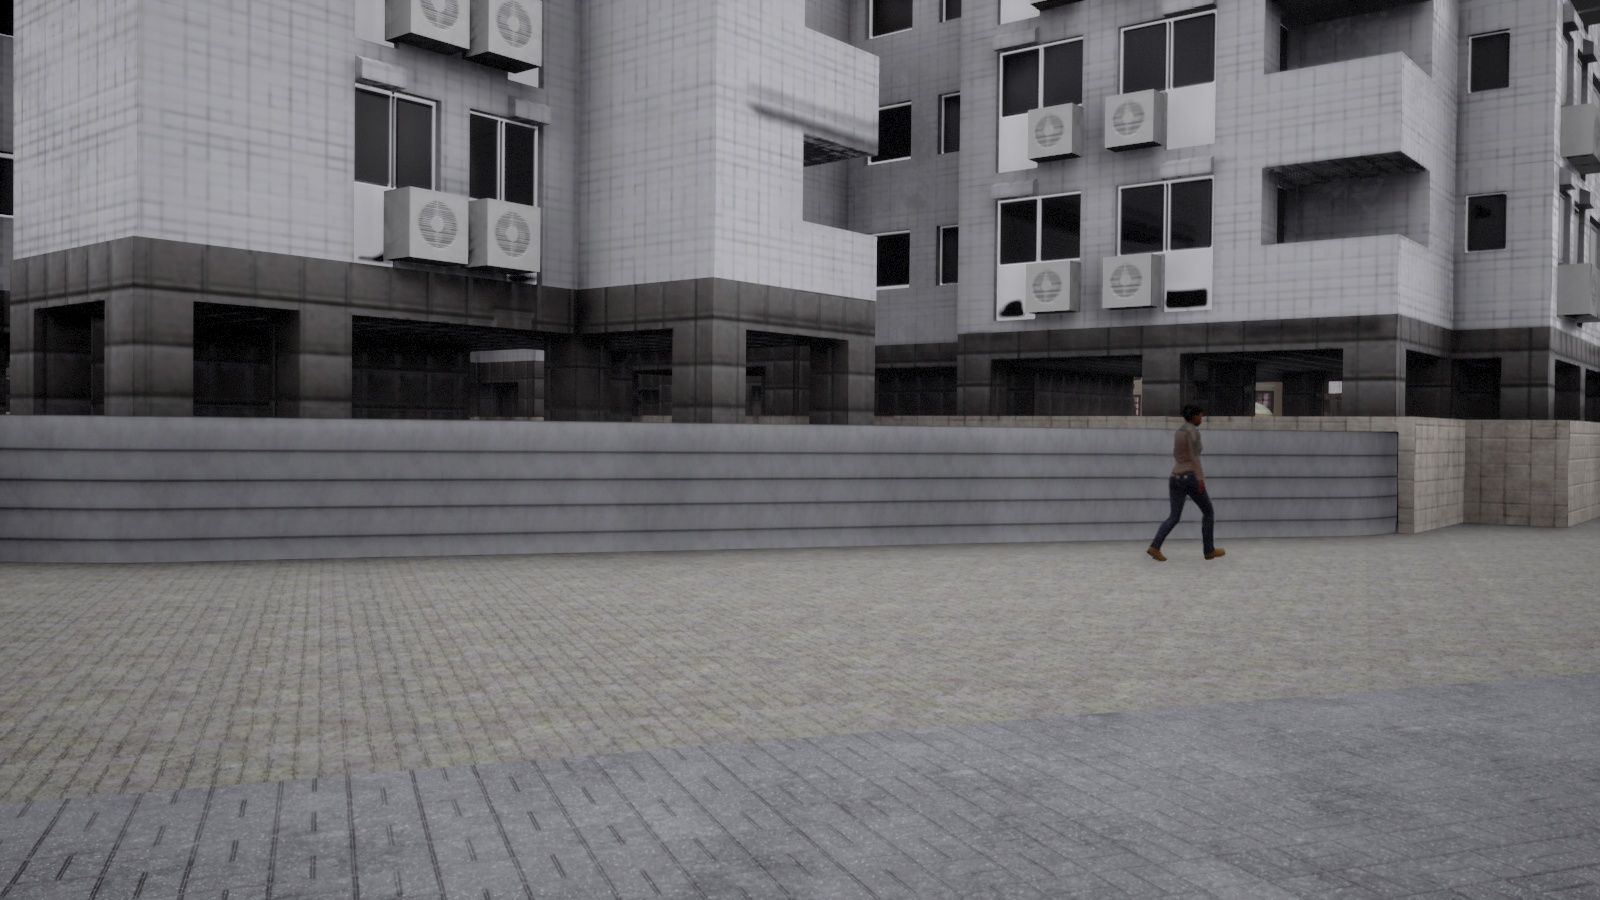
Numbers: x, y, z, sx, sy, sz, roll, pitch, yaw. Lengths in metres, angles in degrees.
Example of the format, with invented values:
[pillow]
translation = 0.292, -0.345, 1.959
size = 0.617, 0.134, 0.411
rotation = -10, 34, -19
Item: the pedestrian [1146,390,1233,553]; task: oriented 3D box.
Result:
[pedestrian]
translation = 4.391, 0.231, 14.167
size = 0.869, 1.805, 0.328
rotation = -1, 1, -12
